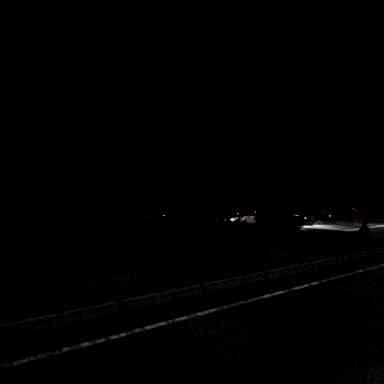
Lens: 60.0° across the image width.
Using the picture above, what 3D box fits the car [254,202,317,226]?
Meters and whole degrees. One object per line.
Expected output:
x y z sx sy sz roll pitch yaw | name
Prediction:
6.622 1.651 24.601 1.994 1.385 4.181 0 -1 -39 | car

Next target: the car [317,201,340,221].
8.981 1.586 27.250 2.128 1.511 4.902 0 -1 -39 | car

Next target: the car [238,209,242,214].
2.734 1.787 34.667 2.033 1.411 5.357 0 -1 -42 | car

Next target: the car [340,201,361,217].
13.954 1.629 32.439 1.812 1.442 4.674 0 0 -38 | car
